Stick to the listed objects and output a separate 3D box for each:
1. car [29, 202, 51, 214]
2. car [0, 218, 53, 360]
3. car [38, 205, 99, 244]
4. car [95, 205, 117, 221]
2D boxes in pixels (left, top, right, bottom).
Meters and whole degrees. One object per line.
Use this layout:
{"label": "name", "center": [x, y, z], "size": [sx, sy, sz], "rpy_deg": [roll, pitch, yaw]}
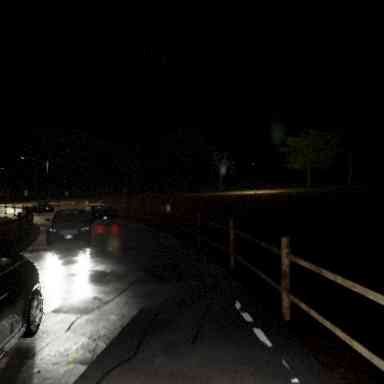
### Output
{"label": "car", "center": [-18.397, 1.923, 40.591], "size": [1.994, 1.385, 4.181], "rpy_deg": [-2, 0, -44]}
{"label": "car", "center": [-3.288, 1.371, 3.527], "size": [2.097, 1.767, 4.553], "rpy_deg": [0, 0, -7]}
{"label": "car", "center": [-5.759, 1.560, 15.781], "size": [2.128, 1.511, 4.902], "rpy_deg": [-1, 0, -19]}
{"label": "car", "center": [-7.727, 1.716, 27.272], "size": [1.895, 1.301, 4.718], "rpy_deg": [-1, 0, -30]}
